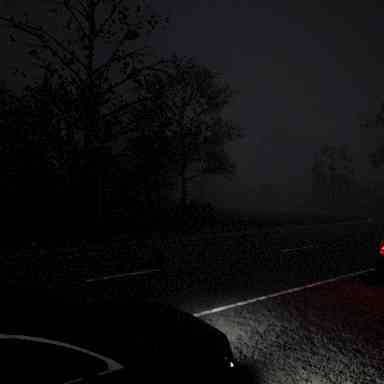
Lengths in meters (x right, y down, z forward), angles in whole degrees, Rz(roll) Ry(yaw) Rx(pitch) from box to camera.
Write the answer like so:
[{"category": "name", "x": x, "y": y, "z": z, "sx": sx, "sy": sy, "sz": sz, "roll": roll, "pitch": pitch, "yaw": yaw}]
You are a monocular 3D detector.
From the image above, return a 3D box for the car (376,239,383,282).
[{"category": "car", "x": 6.669, "y": 1.352, "z": 8.374, "sx": 4.553, "sy": 1.767, "sz": 2.097, "roll": 0, "pitch": 0, "yaw": -35}]

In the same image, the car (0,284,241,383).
[{"category": "car", "x": -1.783, "y": 1.504, "z": 2.442, "sx": 4.892, "sy": 1.490, "sz": 1.837, "roll": 0, "pitch": 0, "yaw": -36}]
